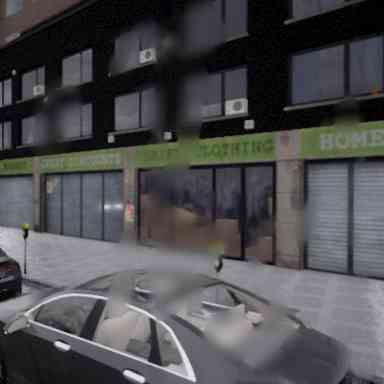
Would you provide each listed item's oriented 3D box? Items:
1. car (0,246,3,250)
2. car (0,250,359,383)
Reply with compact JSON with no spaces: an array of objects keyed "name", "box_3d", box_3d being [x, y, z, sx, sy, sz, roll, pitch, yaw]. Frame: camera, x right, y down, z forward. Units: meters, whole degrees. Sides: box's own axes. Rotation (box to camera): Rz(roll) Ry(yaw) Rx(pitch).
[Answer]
[{"name":"car","box_3d":[-5.158,1.500,6.761,4.403,1.369,2.008,0,0,35]},{"name":"car","box_3d":[-0.662,1.535,3.554,4.403,1.369,2.008,0,0,36]}]
